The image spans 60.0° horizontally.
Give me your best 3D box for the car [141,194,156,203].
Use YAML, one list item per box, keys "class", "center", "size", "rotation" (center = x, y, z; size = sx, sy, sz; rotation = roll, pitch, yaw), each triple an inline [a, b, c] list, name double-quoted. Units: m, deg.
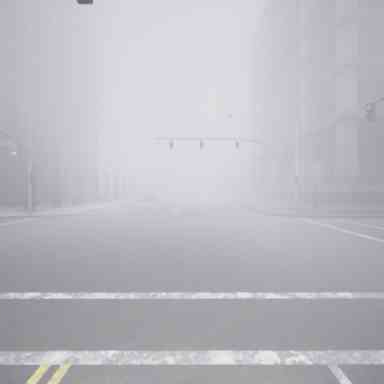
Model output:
- class: "car"
  center: [-6.799, 0.967, 52.319]
  size: [1.994, 1.385, 4.181]
  rotation: [0, 1, 0]
